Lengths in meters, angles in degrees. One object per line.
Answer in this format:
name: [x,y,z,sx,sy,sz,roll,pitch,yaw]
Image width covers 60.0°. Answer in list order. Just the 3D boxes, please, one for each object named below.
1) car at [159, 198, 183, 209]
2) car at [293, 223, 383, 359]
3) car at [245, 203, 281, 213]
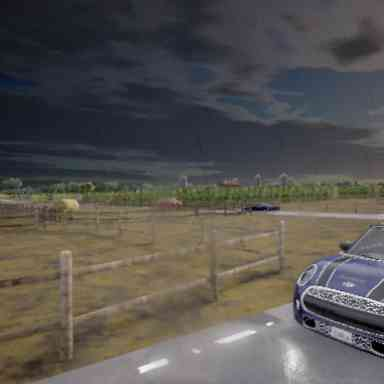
car: [-3.942,2.020,60.136,2.150,2.045,5.566,0,-1,-36]
car: [3.847,1.323,5.788,4.553,1.767,2.097,0,0,-35]
car: [8.942,1.976,42.056,1.895,1.301,4.718,0,-1,-36]
